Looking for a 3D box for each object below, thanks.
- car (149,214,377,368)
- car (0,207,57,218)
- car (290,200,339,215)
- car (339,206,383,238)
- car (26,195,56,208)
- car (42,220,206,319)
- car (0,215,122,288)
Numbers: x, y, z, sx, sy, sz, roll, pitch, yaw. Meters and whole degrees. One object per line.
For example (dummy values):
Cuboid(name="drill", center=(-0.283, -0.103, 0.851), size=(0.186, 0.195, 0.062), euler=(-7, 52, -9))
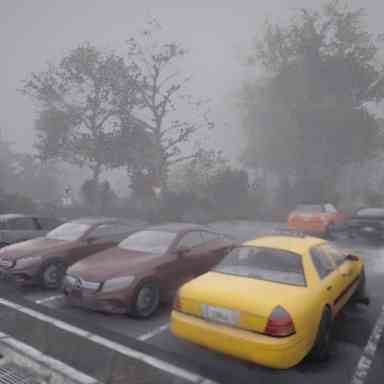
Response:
Cuboid(name="car", center=(1.821, 1.426, 6.004), size=(1.946, 1.575, 5.366), euler=(0, 0, 36))
Cuboid(name="car", center=(-5.149, 1.443, 10.834), size=(2.163, 1.488, 4.792), euler=(0, 0, 36))
Cuboid(name="car", center=(6.728, 1.298, 17.707), size=(2.185, 1.767, 4.553), euler=(0, 0, 36))
Cuboid(name="car", center=(8.932, 1.428, 16.149), size=(2.097, 1.535, 5.008), euler=(0, 0, 36))
Cuboid(name="car", center=(-16.524, 1.397, 34.769), size=(2.185, 1.767, 4.553), euler=(0, 0, 36))
Cuboid(name="car", center=(-0.579, 1.463, 7.508), size=(2.002, 1.452, 4.674), euler=(0, 0, 36))
Cuboid(name="car", center=(-2.871, 1.458, 9.160), size=(2.002, 1.452, 4.674), euler=(0, 0, 36))
